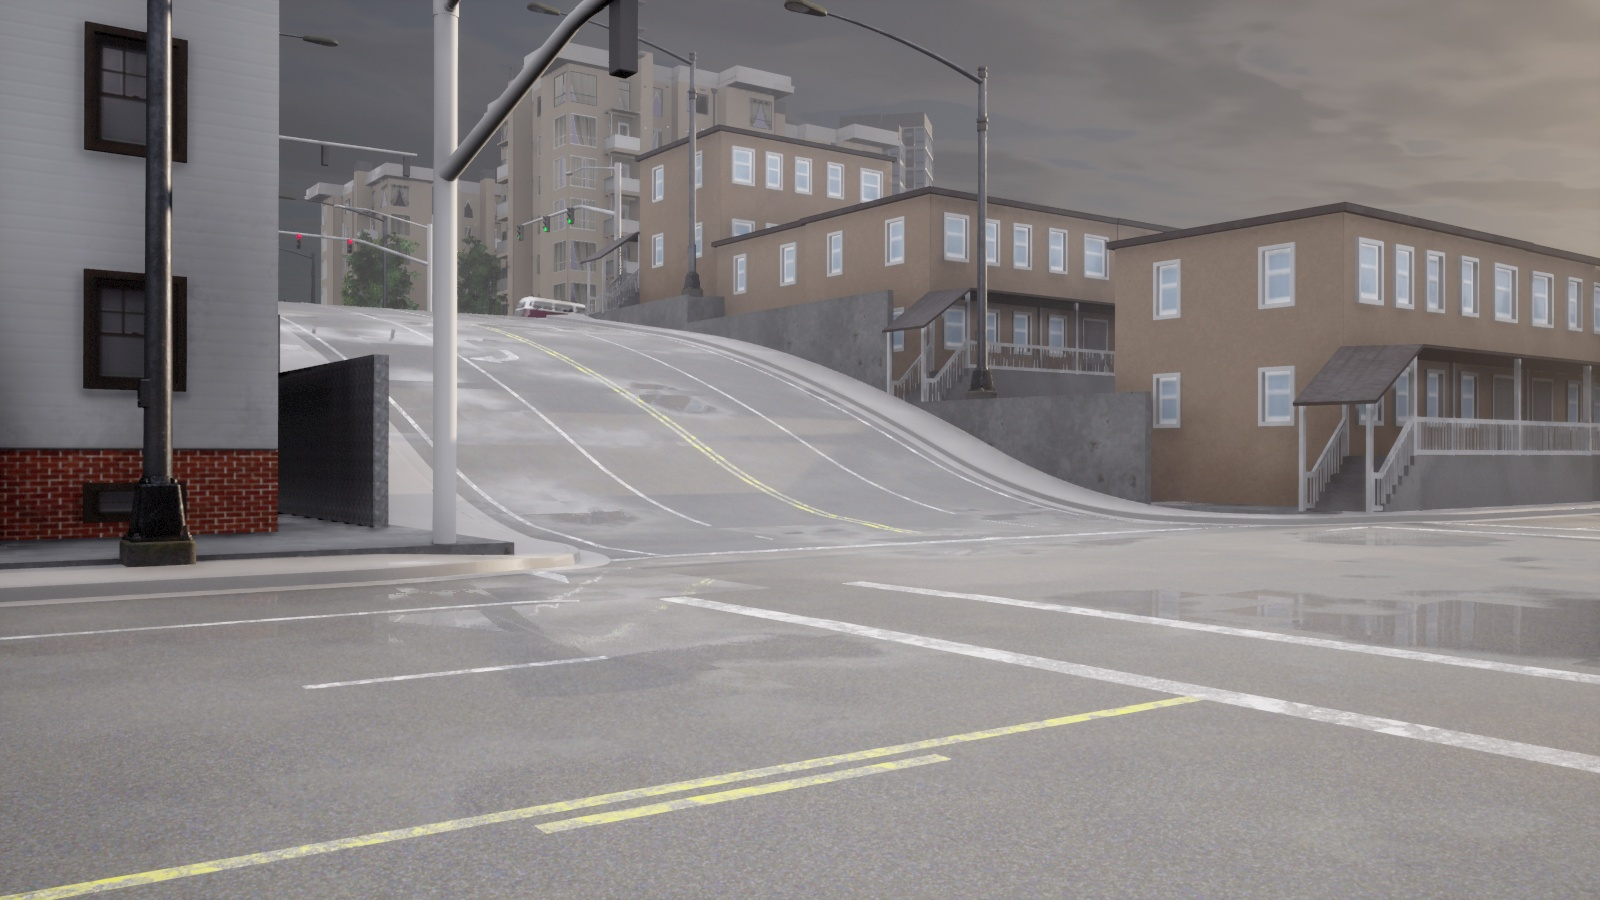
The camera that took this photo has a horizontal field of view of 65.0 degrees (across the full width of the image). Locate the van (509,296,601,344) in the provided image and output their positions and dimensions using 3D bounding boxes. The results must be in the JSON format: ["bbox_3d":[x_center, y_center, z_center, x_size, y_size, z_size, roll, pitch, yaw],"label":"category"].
[{"bbox_3d":[-13.700,-7.251,70.245,4.480,2.038,2.069,3,-2,-35],"label":"van"}]
